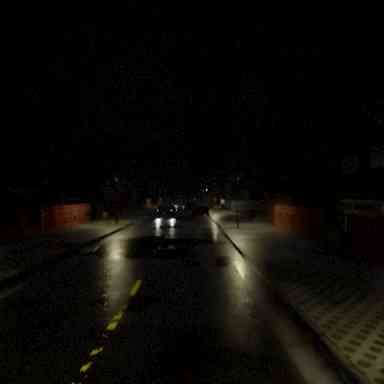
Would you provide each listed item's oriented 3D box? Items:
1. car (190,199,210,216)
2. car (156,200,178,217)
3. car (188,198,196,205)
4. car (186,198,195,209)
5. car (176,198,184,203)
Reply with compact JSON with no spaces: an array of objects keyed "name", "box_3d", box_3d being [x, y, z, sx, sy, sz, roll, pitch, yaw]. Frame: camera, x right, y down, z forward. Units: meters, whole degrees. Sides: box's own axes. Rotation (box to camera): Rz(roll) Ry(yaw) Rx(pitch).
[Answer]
[{"name":"car","box_3d":[0.957,1.873,37.694,1.882,1.535,5.008,0,-1,0]},{"name":"car","box_3d":[-2.848,1.911,36.617,1.812,1.442,4.674,0,-1,0]},{"name":"car","box_3d":[-0.009,2.093,76.231,1.812,1.442,4.674,0,0,0]},{"name":"car","box_3d":[-0.007,2.047,55.742,1.882,1.535,5.008,0,-1,0]},{"name":"car","box_3d":[-2.760,2.058,77.135,1.812,1.442,4.674,0,0,0]}]
